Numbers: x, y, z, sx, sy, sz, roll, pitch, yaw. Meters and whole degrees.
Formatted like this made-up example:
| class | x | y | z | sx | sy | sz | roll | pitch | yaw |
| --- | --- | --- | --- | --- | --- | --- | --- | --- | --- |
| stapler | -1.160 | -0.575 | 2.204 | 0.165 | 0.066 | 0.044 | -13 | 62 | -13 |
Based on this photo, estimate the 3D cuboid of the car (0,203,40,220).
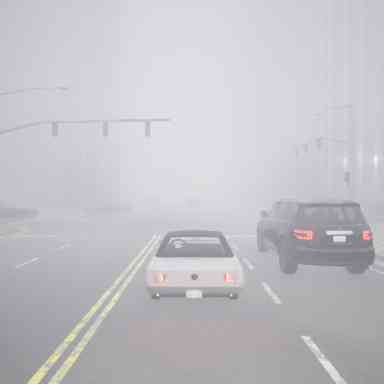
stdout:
| class | x | y | z | sx | sy | sz | roll | pitch | yaw |
| --- | --- | --- | --- | --- | --- | --- | --- | --- | --- |
| car | -15.278 | 1.601 | 27.507 | 4.718 | 1.301 | 1.895 | 0 | 0 | -1 |

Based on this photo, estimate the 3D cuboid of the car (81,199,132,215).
| class | x | y | z | sx | sy | sz | roll | pitch | yaw |
| --- | --- | --- | --- | --- | --- | --- | --- | --- | --- |
| car | -8.449 | 1.493 | 32.996 | 4.902 | 1.511 | 2.128 | 0 | 0 | -24 |

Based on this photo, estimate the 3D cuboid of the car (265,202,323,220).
| class | x | y | z | sx | sy | sz | roll | pitch | yaw |
| --- | --- | --- | --- | --- | --- | --- | --- | --- | --- |
| car | 8.438 | 1.564 | 27.727 | 4.181 | 1.385 | 1.994 | 0 | 0 | -1 |

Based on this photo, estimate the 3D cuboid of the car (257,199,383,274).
| class | x | y | z | sx | sy | sz | roll | pitch | yaw |
| --- | --- | --- | --- | --- | --- | --- | --- | --- | --- |
| car | 3.583 | 1.222 | 10.723 | 2.150 | 2.045 | 5.566 | 0 | 0 | 0 |

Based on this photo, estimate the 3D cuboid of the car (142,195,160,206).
| class | x | y | z | sx | sy | sz | roll | pitch | yaw |
| --- | --- | --- | --- | --- | --- | --- | --- | --- | --- |
| car | -7.040 | 1.352 | 55.236 | 2.097 | 1.767 | 4.553 | 0 | 0 | 0 |

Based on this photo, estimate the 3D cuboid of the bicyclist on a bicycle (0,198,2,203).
| class | x | y | z | sx | sy | sz | roll | pitch | yaw |
| --- | --- | --- | --- | --- | --- | --- | --- | --- | --- |
| bicyclist on a bicycle | -26.380 | 1.301 | 45.389 | 0.582 | 1.620 | 1.656 | 0 | 0 | -1 |

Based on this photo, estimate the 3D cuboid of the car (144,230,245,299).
| class | x | y | z | sx | sy | sz | roll | pitch | yaw |
| --- | --- | --- | --- | --- | --- | --- | --- | --- | --- |
| car | 0.067 | 1.601 | 8.369 | 1.895 | 1.301 | 4.718 | 0 | 0 | 1 |

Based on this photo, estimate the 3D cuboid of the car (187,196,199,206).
| class | x | y | z | sx | sy | sz | roll | pitch | yaw |
| --- | --- | --- | --- | --- | --- | --- | --- | --- | --- |
| car | 0.109 | 1.477 | 55.164 | 1.882 | 1.535 | 5.008 | 0 | 0 | 1 |

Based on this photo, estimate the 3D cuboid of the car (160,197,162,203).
| class | x | y | z | sx | sy | sz | roll | pitch | yaw |
| --- | --- | --- | --- | --- | --- | --- | --- | --- | --- |
| car | -6.971 | 1.547 | 65.756 | 2.033 | 1.411 | 5.357 | 0 | 0 | 1 |
